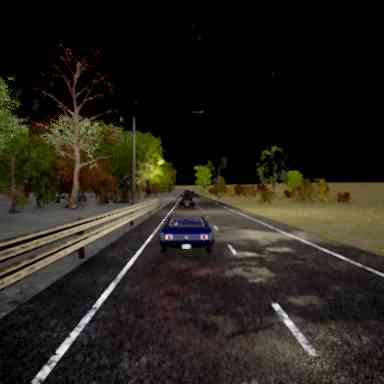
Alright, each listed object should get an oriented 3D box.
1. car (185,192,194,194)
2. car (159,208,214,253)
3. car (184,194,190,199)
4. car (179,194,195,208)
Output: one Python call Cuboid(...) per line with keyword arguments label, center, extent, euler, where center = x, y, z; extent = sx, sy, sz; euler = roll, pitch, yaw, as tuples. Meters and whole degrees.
Cuboid(label="car", center=(-0.995, 1.329, 67.641), extent=(1.837, 1.490, 4.892), euler=(0, 0, -1))
Cuboid(label="car", center=(-0.213, 1.560, 13.545), extent=(1.895, 1.301, 4.718), euler=(0, 0, -1))
Cuboid(label="car", center=(-1.355, 1.201, 92.581), extent=(1.812, 1.442, 4.674), euler=(0, 0, -1))
Cuboid(label="car", center=(-0.643, 1.363, 43.340), extent=(1.882, 1.535, 5.008), euler=(0, 0, -1))
